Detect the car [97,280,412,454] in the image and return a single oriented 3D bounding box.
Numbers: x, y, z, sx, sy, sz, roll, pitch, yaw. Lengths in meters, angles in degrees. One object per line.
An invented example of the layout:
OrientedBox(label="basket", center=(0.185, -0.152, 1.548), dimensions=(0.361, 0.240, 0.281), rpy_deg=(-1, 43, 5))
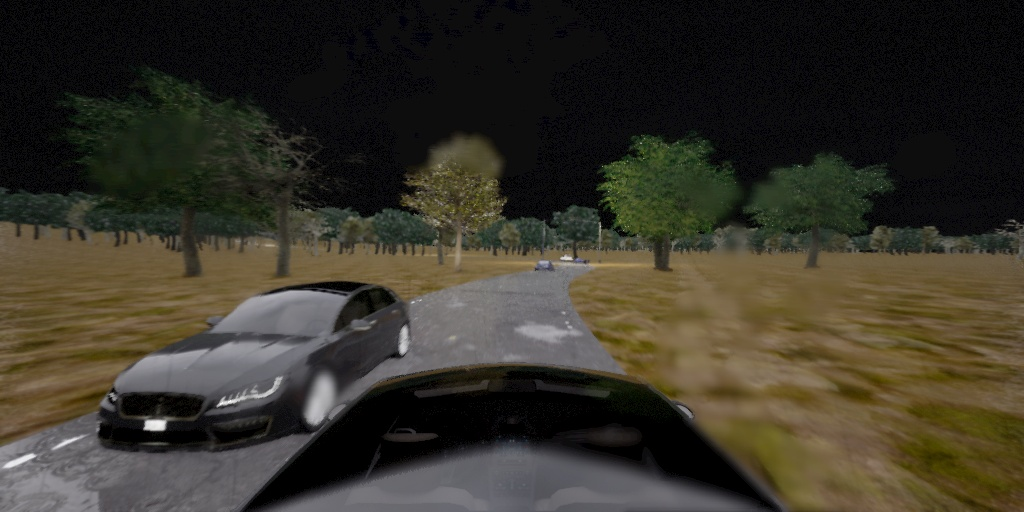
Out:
OrientedBox(label="car", center=(-2.981, 1.186, 5.485), dimensions=(1.837, 1.490, 4.892), rpy_deg=(1, 0, 1))

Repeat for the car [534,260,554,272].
OrientedBox(label="car", center=(4.210, 1.251, 46.040), dimensions=(1.812, 1.442, 4.674), rpy_deg=(2, 0, 18))

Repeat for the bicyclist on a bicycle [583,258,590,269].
OrientedBox(label="bicyclist on a bicycle", center=(11.611, 1.228, 56.842), dimensions=(0.659, 1.776, 1.843), rpy_deg=(2, 1, 17))
